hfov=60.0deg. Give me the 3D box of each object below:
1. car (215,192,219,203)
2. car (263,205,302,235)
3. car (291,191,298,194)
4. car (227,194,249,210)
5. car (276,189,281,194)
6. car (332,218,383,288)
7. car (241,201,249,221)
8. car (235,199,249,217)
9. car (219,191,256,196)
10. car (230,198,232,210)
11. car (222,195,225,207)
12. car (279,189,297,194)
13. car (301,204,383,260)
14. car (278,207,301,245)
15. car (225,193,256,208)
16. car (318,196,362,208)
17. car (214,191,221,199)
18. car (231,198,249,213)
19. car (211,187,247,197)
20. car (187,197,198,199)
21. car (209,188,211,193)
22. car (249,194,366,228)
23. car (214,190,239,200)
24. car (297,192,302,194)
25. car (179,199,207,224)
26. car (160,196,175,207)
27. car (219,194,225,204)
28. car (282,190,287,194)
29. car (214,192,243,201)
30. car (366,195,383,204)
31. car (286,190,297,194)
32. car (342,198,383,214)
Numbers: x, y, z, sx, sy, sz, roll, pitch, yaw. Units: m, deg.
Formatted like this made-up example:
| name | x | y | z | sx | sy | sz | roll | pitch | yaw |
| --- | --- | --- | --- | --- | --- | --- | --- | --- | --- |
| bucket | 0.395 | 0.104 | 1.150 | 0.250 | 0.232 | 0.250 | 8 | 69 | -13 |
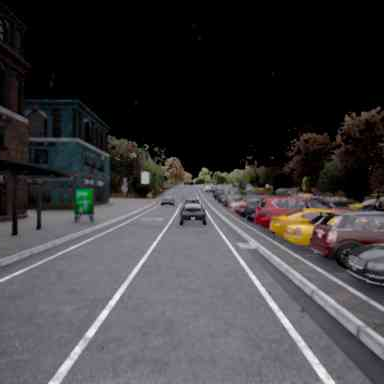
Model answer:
| name | x | y | z | sx | sy | sz | roll | pitch | yaw |
| --- | --- | --- | --- | --- | --- | --- | --- | --- | --- |
| car | 6.510 | 1.153 | 52.490 | 4.792 | 1.488 | 2.163 | 0 | 2 | 0 |
| car | 6.337 | 1.555 | 16.264 | 5.008 | 1.535 | 2.097 | 0 | 0 | 0 |
| car | 19.820 | 1.020 | 55.252 | 5.366 | 1.575 | 1.946 | 0 | 2 | 0 |
| car | 6.480 | 1.367 | 35.767 | 4.553 | 1.767 | 2.185 | 0 | 1 | 0 |
| car | 19.699 | 0.577 | 66.529 | 4.674 | 1.452 | 2.002 | 0 | 3 | 0 |
| car | 6.303 | 1.539 | 7.914 | 4.892 | 1.521 | 2.231 | 0 | 0 | 0 |
| car | 6.358 | 1.598 | 24.616 | 4.792 | 1.488 | 2.163 | 0 | 0 | 0 |
| car | 6.398 | 1.561 | 27.403 | 5.008 | 1.535 | 2.097 | 0 | 0 | 0 |
| car | 6.478 | 1.155 | 46.907 | 4.553 | 1.767 | 2.185 | 0 | 1 | 0 |
| car | 6.436 | 1.564 | 32.981 | 4.674 | 1.452 | 2.002 | 0 | 0 | 0 |
| car | 6.508 | 1.433 | 41.336 | 4.792 | 1.488 | 2.163 | 0 | 1 | 0 |
| car | 19.684 | 0.710 | 63.747 | 4.674 | 1.452 | 2.002 | 0 | 3 | 0 |
| car | 6.281 | 1.419 | 10.823 | 4.553 | 1.767 | 2.185 | 0 | 0 | 0 |
| car | 6.512 | 1.547 | 13.480 | 5.366 | 1.575 | 1.946 | 0 | 0 | 0 |
| car | 6.495 | 1.327 | 38.546 | 4.553 | 1.767 | 2.185 | 0 | 1 | 0 |
| car | 19.568 | 1.345 | 44.103 | 4.892 | 1.521 | 2.231 | 0 | 1 | 0 |
| car | 6.548 | 1.028 | 55.267 | 4.892 | 1.521 | 2.231 | 0 | 2 | 0 |
| car | 6.412 | 1.546 | 30.192 | 5.008 | 1.535 | 2.097 | 0 | 0 | 0 |
| car | 6.598 | 0.670 | 58.044 | 5.566 | 2.045 | 2.435 | 0 | 2 | 0 |
| car | 0.022 | 1.351 | 41.325 | 2.128 | 1.511 | 4.902 | 0 | 1 | 0 |
| car | 6.601 | 0.445 | 69.187 | 4.792 | 1.488 | 2.163 | 0 | 3 | 0 |
| car | 6.385 | 1.310 | 19.047 | 5.566 | 2.045 | 2.435 | 0 | 0 | 0 |
| car | 6.631 | 0.555 | 63.616 | 4.553 | 1.767 | 2.185 | 0 | 3 | 0 |
| car | 19.591 | 1.145 | 52.600 | 4.792 | 1.488 | 2.163 | 0 | 2 | 0 |
| car | 0.073 | 1.534 | 24.943 | 1.837 | 1.490 | 4.892 | 0 | 0 | 0 |
| car | -3.389 | 1.288 | 47.371 | 2.033 | 1.411 | 5.357 | 0 | 1 | 0 |
| car | 6.465 | 1.376 | 44.123 | 4.792 | 1.488 | 2.163 | 0 | 1 | 0 |
| car | 19.694 | 0.830 | 60.837 | 4.792 | 1.488 | 2.163 | 0 | 3 | 0 |
| car | 6.580 | 0.805 | 60.846 | 5.008 | 1.535 | 2.097 | 0 | 2 | 0 |
| car | 19.527 | 1.292 | 30.289 | 5.566 | 2.045 | 2.435 | 0 | 0 | 0 |
| car | 19.835 | 0.914 | 58.045 | 5.366 | 1.575 | 1.946 | 0 | 2 | 0 |
| car | 19.344 | 1.485 | 35.870 | 5.366 | 1.575 | 1.946 | 0 | 1 | 0 |
